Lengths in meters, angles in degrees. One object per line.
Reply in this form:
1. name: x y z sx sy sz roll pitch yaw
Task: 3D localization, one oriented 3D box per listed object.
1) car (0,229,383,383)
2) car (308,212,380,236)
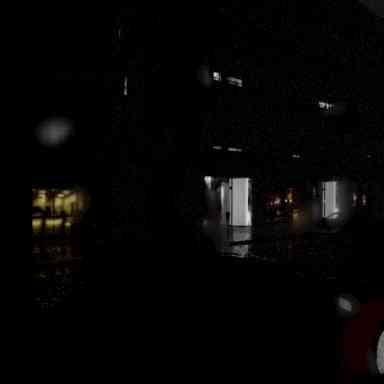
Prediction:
1. car: 0.491 1.477 3.784 5.008 1.535 1.882 0 0 -36
2. car: 7.172 1.583 15.538 4.206 1.307 1.802 0 0 -35
